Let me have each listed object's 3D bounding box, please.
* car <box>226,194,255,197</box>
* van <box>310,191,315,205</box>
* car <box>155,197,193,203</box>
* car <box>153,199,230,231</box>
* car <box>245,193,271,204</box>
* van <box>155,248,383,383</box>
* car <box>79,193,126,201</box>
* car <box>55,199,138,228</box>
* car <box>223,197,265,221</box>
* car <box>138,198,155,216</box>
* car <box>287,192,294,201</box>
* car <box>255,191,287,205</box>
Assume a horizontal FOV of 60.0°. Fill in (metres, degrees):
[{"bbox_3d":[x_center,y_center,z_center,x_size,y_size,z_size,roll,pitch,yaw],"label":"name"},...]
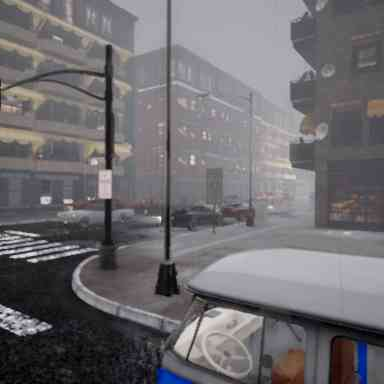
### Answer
[{"bbox_3d":[4.468,0.998,35.199,1.837,1.490,4.892,1,1,35],"label":"car"},{"bbox_3d":[16.102,0.712,41.679,1.690,1.788,3.998,2,2,35],"label":"van"},{"bbox_3d":[-0.779,1.188,27.759,1.994,1.385,4.181,1,1,34],"label":"car"},{"bbox_3d":[0.092,1.338,18.890,1.947,1.339,4.313,2,2,35],"label":"car"},{"bbox_3d":[9.265,0.864,46.531,1.947,1.339,4.313,2,2,35],"label":"car"},{"bbox_3d":[1.571,1.342,1.744,3.998,1.788,1.690,0,0,35],"label":"van"},{"bbox_3d":[-6.740,1.014,23.732,2.192,1.841,5.009,2,2,35],"label":"car"},{"bbox_3d":[-5.867,1.353,20.490,1.895,1.301,4.718,1,1,35],"label":"car"},{"bbox_3d":[3.293,1.274,23.449,1.802,1.307,4.206,2,2,35],"label":"car"},{"bbox_3d":[-3.541,1.163,28.296,1.887,1.381,4.507,2,2,35],"label":"car"},{"bbox_3d":[15.667,0.703,55.648,1.947,1.339,4.313,2,2,35],"label":"car"},{"bbox_3d":[10.166,0.703,43.265,2.097,1.767,4.553,1,1,35],"label":"car"}]
